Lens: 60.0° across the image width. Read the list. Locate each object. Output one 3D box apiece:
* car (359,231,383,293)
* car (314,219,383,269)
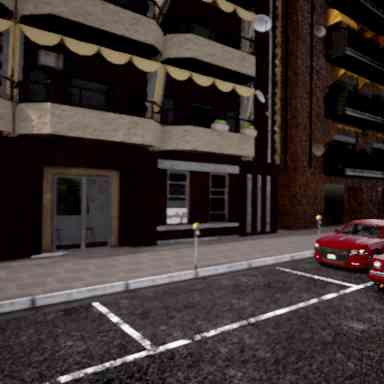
[{"bbox_3d":[6.104,1.629,7.735,4.718,1.301,1.895,0,0,-36],"label":"car"},{"bbox_3d":[5.758,1.577,10.654,4.507,1.381,1.887,0,1,-35],"label":"car"}]
